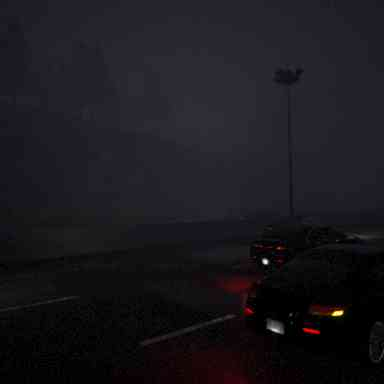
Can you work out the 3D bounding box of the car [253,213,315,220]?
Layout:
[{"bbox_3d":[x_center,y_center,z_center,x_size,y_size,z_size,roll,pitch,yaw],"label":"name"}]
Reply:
[{"bbox_3d":[5.738,1.944,16.981,4.902,1.511,2.128,0,-2,-38],"label":"car"}]

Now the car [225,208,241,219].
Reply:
[{"bbox_3d":[6.176,2.634,35.279,4.718,1.301,1.895,0,-2,-38],"label":"car"}]

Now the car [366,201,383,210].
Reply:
[{"bbox_3d":[31.024,2.687,54.471,4.892,1.490,1.837,-2,-1,-38],"label":"car"}]

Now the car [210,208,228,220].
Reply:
[{"bbox_3d":[4.862,2.673,38.686,4.892,1.490,1.837,1,-3,-38],"label":"car"}]

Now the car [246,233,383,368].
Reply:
[{"bbox_3d":[2.954,1.675,5.963,4.674,1.442,1.812,0,-2,-38],"label":"car"}]

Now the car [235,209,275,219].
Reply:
[{"bbox_3d":[6.613,2.494,31.191,4.718,1.301,1.895,0,-2,-38],"label":"car"}]

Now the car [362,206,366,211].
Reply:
[{"bbox_3d":[36.381,3.097,67.478,4.718,1.301,1.895,0,-2,-38],"label":"car"}]

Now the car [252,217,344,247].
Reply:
[{"bbox_3d":[4.069,1.804,11.256,4.892,1.490,1.837,0,-2,-38],"label":"car"}]
